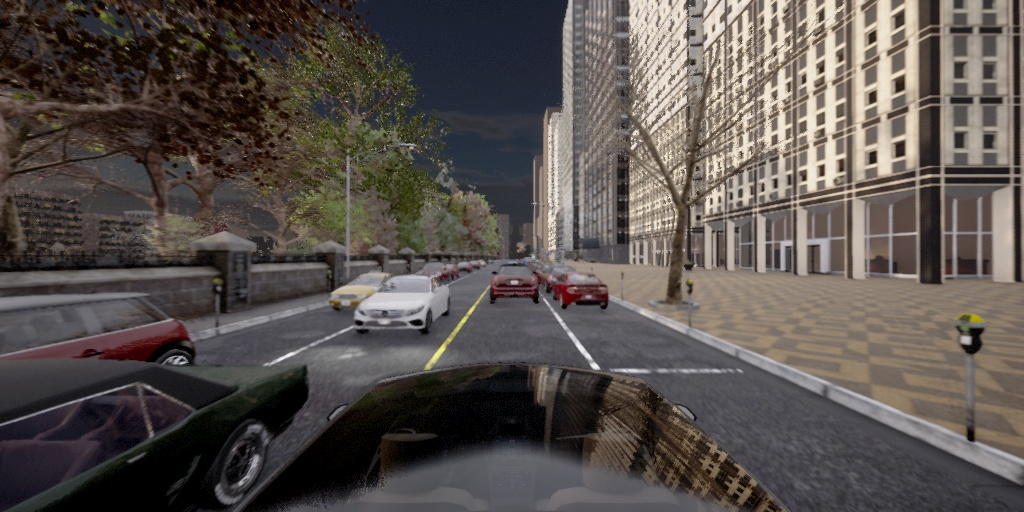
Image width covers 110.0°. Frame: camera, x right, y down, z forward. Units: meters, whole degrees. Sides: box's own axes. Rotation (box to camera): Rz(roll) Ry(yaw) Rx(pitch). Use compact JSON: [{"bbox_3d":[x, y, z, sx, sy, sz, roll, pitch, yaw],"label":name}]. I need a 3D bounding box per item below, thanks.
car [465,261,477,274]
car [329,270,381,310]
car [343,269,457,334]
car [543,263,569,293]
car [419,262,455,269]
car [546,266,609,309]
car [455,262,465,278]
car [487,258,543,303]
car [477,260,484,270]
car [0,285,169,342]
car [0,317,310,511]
[{"bbox_3d":[-5.680,1.339,43.004,1.888,1.381,4.507,0,0,0],"label":"car"},{"bbox_3d":[-5.687,1.285,14.673,1.751,1.417,4.829,0,0,0],"label":"car"},{"bbox_3d":[-2.998,1.282,10.764,1.812,1.442,4.674,0,0,0],"label":"car"},{"bbox_3d":[2.694,1.206,20.473,1.967,1.591,4.097,0,0,0],"label":"car"},{"bbox_3d":[-5.684,1.212,26.106,1.967,1.591,4.097,0,0,0],"label":"car"},{"bbox_3d":[2.693,1.306,14.841,1.888,1.381,4.507,0,0,0],"label":"car"},{"bbox_3d":[-5.684,1.324,31.739,1.888,1.381,4.507,0,0,0],"label":"car"},{"bbox_3d":[0.104,1.114,16.937,2.097,1.767,4.553,0,0,0],"label":"car"},{"bbox_3d":[-5.677,1.357,54.268,1.888,1.381,4.507,0,0,0],"label":"car"},{"bbox_3d":[-5.691,1.191,3.578,1.967,1.591,4.097,0,0,0],"label":"car"},{"bbox_3d":[-3.086,1.351,1.576,1.895,1.301,4.718,0,0,0],"label":"car"}]
